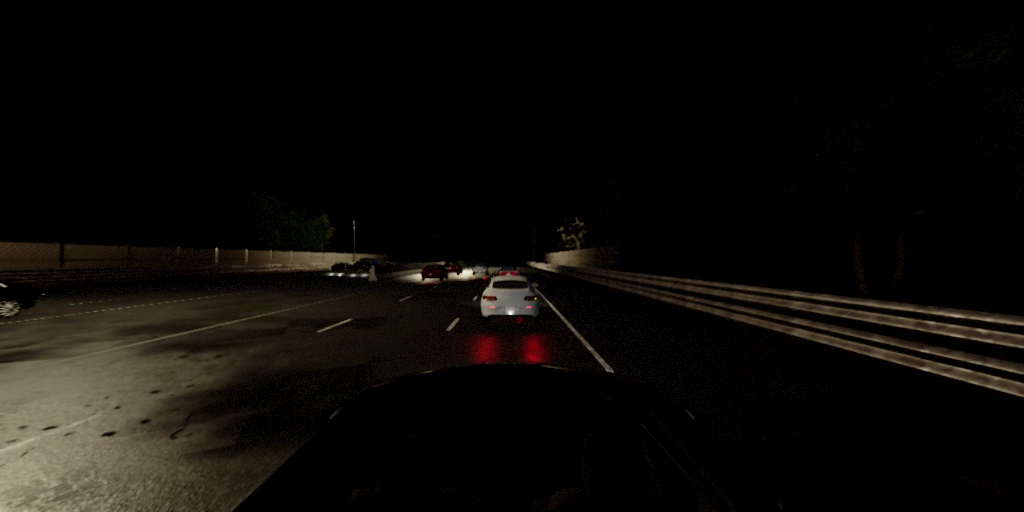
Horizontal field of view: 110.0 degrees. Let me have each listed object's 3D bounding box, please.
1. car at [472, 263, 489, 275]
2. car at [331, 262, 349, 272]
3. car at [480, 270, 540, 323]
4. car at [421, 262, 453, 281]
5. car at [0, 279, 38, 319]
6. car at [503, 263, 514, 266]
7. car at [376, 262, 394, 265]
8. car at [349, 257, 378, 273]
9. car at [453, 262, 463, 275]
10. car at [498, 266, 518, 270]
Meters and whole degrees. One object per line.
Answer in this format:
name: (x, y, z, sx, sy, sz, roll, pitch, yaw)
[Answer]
car: (-3.926, 1.655, 45.386, 1.812, 1.442, 4.674, 0, 0, -1)
car: (-25.154, 1.560, 53.330, 1.994, 1.385, 4.181, 0, 0, -1)
car: (-0.056, 1.367, 12.380, 1.812, 1.442, 4.674, 0, 0, 0)
car: (-7.239, 1.509, 34.065, 1.882, 1.535, 5.008, 0, -1, -1)
car: (-17.558, 1.332, 10.460, 1.837, 1.490, 4.892, 0, -1, -1)
car: (-0.329, 1.585, 33.252, 1.994, 1.385, 4.181, 0, -1, -1)
car: (-18.155, 1.803, 53.446, 1.994, 1.385, 4.181, 0, -1, -1)
car: (-21.654, 1.232, 53.360, 2.150, 2.045, 5.566, 0, 0, -1)
car: (-7.416, 1.477, 44.901, 2.097, 1.767, 4.553, 0, -1, -1)
car: (-0.167, 1.530, 22.509, 1.895, 1.301, 4.718, 0, 0, -1)
